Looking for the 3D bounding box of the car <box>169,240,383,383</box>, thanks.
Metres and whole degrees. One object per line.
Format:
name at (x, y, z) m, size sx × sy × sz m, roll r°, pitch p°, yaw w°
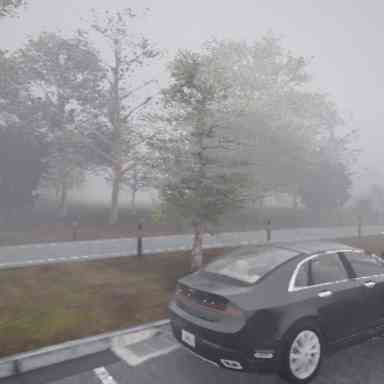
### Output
car at (1.994, 1.528, 5.369) m, size 4.892 × 1.521 × 2.231 m, roll 0°, pitch -3°, yaw -32°
